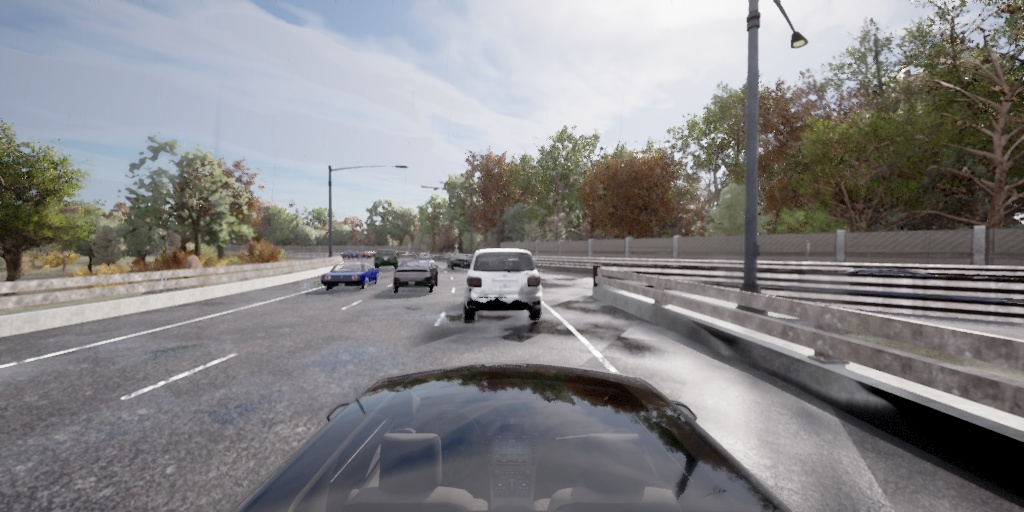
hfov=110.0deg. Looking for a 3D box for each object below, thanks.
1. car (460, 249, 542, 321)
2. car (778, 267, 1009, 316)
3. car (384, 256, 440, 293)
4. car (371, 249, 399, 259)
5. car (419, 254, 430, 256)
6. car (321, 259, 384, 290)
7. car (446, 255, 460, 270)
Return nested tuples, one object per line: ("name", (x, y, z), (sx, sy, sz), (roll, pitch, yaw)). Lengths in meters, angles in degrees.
("car", (-0.423, 0.780, 11.780), (2.150, 2.045, 5.566), (0, 1, -5))
("car", (12.413, 1.097, 12.319), (5.357, 1.411, 2.033), (1, 1, 44))
("car", (-4.787, 0.930, 18.210), (2.128, 1.511, 4.902), (0, 1, -9))
("car", (-12.601, 0.329, 35.853), (2.150, 2.045, 5.566), (0, 1, -19))
("car", (-8.691, 0.720, 35.128), (1.895, 1.301, 4.718), (0, 1, -17))
("car", (-8.442, 1.022, 19.216), (1.895, 1.301, 4.718), (0, 1, -9))
("car", (-5.530, 0.595, 36.561), (1.837, 1.490, 4.892), (0, 1, -17))
